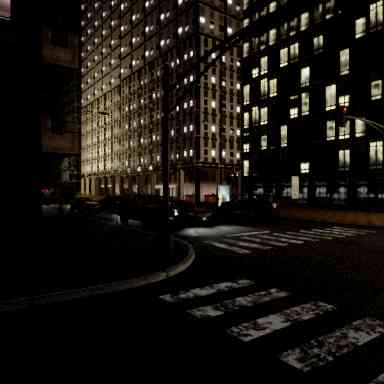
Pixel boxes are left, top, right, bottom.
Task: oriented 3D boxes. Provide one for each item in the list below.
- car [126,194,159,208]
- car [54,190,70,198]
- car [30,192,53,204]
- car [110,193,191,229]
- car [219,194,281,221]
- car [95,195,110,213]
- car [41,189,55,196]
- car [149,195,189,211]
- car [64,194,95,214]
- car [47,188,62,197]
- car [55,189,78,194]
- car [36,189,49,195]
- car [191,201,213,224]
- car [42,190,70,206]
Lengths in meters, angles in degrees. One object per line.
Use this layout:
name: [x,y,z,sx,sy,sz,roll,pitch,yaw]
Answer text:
car: [-5.657,0.966,37.748,1.947,1.339,4.313,1,0,-36]
car: [-25.266,0.309,64.641,1.887,1.381,4.507,1,0,-36]
car: [-18.925,0.752,41.720,1.802,1.307,4.206,2,0,-36]
car: [-2.579,1.008,19.315,2.192,1.841,5.009,2,0,-36]
car: [4.155,1.027,24.301,2.192,1.841,5.009,1,0,-36]
car: [-6.435,0.988,28.966,1.882,1.535,5.008,0,1,-36]
car: [-31.802,0.096,73.605,1.887,1.381,4.507,1,0,-36]
car: [-2.388,1.070,33.266,1.947,1.339,4.313,1,0,-36]
car: [-9.122,1.067,28.278,1.802,1.307,4.206,2,0,-36]
car: [-28.531,0.099,69.122,1.967,1.590,4.097,1,0,-36]
car: [-14.634,0.738,40.244,2.128,1.511,4.902,0,1,-36]
car: [-35.071,-0.011,78.087,1.887,1.381,4.507,1,0,-36]
car: [-0.655,1.220,21.040,1.812,1.442,4.674,0,1,-36]
car: [-15.657,0.827,37.240,2.008,1.369,4.403,2,0,-36]
